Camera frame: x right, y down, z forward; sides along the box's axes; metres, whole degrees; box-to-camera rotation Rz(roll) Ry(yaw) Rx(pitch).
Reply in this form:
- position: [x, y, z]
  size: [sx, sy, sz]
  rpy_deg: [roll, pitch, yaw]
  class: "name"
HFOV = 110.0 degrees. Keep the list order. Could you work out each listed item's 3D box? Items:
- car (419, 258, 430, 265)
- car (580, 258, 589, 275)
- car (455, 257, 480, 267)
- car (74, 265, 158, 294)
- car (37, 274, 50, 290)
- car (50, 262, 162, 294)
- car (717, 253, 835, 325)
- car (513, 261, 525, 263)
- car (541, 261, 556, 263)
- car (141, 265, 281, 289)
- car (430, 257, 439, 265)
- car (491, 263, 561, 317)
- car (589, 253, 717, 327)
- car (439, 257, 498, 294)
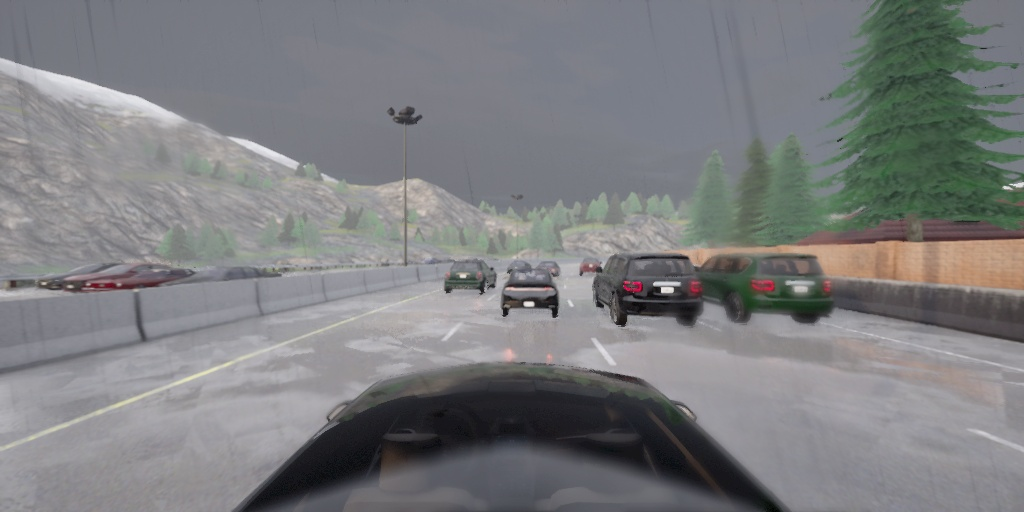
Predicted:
- position: [-13.871, 0.974, 60.864]
  size: [1.812, 1.442, 4.674]
  rpy_deg: [0, 0, 20]
  class: "car"
- position: [7.817, 0.947, 35.379]
  size: [2.097, 1.767, 4.553]
  rpy_deg: [0, 0, 13]
  class: "car"
- position: [-7.235, 0.957, 58.625]
  size: [2.128, 1.511, 4.902]
  rpy_deg: [0, 0, 20]
  class: "car"
- position: [-16.744, 1.259, 17.010]
  size: [1.895, 1.301, 4.718]
  rpy_deg: [0, 0, 6]
  class: "car"
- position: [-23.378, 1.139, 20.538]
  size: [1.837, 1.490, 4.892]
  rpy_deg: [0, 0, 7]
  class: "car"
- position: [-20.038, 1.123, 18.973]
  size: [1.882, 1.535, 5.008]
  rpy_deg: [0, 0, 7]
  class: "car"
- position: [7.574, 0.930, 11.814]
  size: [2.150, 2.045, 5.566]
  rpy_deg: [0, 0, 4]
  class: "car"
- position: [0.851, 1.147, 36.342]
  size: [1.994, 1.385, 4.181]
  rpy_deg: [0, 0, 13]
  class: "car"
- position: [3.118, 1.160, 30.550]
  size: [2.033, 1.411, 5.357]
  rpy_deg: [0, 0, 11]
  class: "car"
- position: [-13.265, 1.211, 16.726]
  size: [2.033, 1.411, 5.357]
  rpy_deg: [0, 0, 5]
  class: "car"
- position: [-10.943, 1.025, 58.654]
  size: [1.994, 1.385, 4.181]
  rpy_deg: [0, 0, 20]
  class: "car"
- position: [0.684, 1.189, 13.011]
  size: [2.128, 1.511, 4.902]
  rpy_deg: [0, 0, 4]
  class: "car"
- position: [4.049, 0.928, 11.568]
  size: [2.150, 2.045, 5.566]
  rpy_deg: [0, 0, 4]
  class: "car"
- position: [-2.137, 1.012, 19.662]
  size: [2.097, 1.767, 4.553]
  rpy_deg: [0, 0, 7]
  class: "car"
